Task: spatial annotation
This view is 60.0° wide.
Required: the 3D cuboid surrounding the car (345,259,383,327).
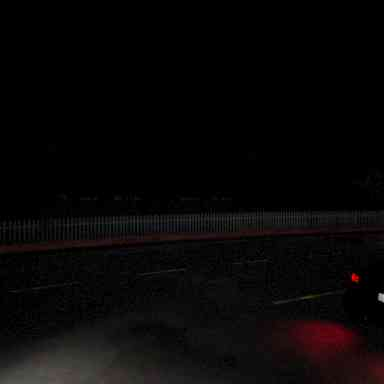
[{"bbox_3d":[4.746,1.564,5.745,4.181,1.385,1.994,0,0,-24],"label":"car"}]
